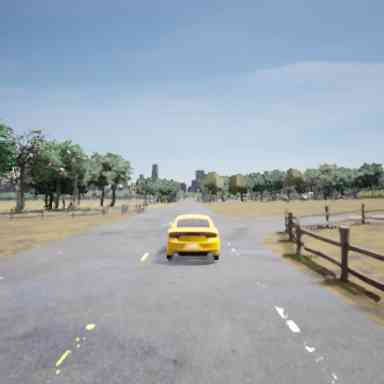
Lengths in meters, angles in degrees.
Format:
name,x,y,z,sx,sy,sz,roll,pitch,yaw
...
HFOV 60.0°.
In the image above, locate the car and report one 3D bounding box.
name,x,y,z,sx,sy,sz,roll,pitch,yaw
car,0.049,1.654,13.463,1.882,1.535,5.008,0,0,0
